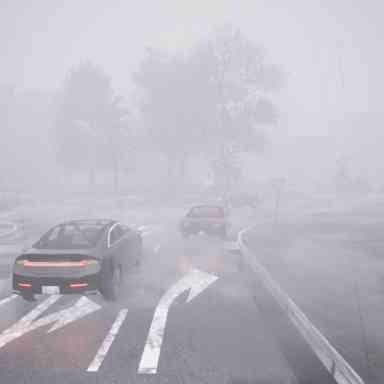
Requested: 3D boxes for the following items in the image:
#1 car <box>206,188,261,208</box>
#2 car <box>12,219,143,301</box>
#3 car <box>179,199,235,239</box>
[{"bbox_3d":[3.197,0.482,24.908,4.902,1.511,2.128,-4,6,-41],"label":"car"},{"bbox_3d":[-2.399,1.410,8.124,2.128,1.511,4.902,0,1,1],"label":"car"},{"bbox_3d":[0.792,1.254,15.504,1.895,1.301,4.718,0,3,10],"label":"car"}]
